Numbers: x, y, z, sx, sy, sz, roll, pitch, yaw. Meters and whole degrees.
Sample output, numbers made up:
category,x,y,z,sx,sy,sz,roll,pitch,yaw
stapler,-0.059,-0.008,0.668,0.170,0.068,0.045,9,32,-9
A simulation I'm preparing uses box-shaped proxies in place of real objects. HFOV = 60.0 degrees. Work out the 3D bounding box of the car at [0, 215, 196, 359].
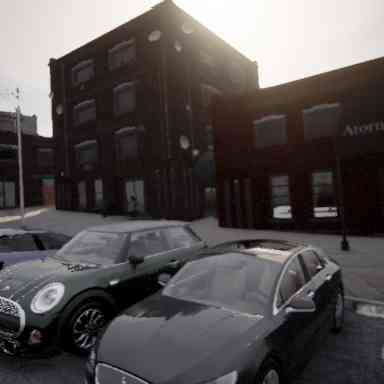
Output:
category,x,y,z,sx,sy,sz,roll,pitch,yaw
car,-1.463,1.412,6.401,2.185,1.767,4.553,-1,0,35

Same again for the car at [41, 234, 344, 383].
category,x,y,z,sx,sy,sz,roll,pitch,yaw
car,0.813,1.505,4.746,2.231,1.521,4.892,-1,0,36
